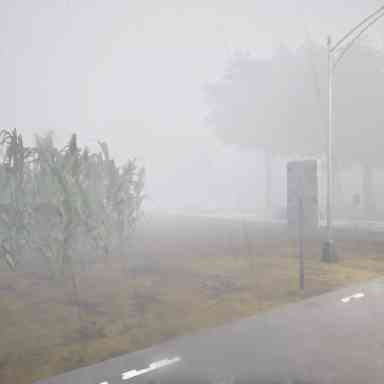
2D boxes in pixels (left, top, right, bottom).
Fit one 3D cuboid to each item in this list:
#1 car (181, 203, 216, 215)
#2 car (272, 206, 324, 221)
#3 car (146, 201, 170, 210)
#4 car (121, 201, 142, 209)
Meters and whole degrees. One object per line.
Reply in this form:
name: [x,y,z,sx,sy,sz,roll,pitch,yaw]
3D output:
car: [0.748,1.971,38.996,1.895,1.301,4.718,-1,0,-35]
car: [8.756,1.778,27.672,1.994,1.385,4.181,-1,0,-36]
car: [-5.501,2.112,52.860,1.895,1.301,4.718,-1,0,-35]
car: [-9.780,2.112,54.064,1.812,1.442,4.674,-1,0,-35]
